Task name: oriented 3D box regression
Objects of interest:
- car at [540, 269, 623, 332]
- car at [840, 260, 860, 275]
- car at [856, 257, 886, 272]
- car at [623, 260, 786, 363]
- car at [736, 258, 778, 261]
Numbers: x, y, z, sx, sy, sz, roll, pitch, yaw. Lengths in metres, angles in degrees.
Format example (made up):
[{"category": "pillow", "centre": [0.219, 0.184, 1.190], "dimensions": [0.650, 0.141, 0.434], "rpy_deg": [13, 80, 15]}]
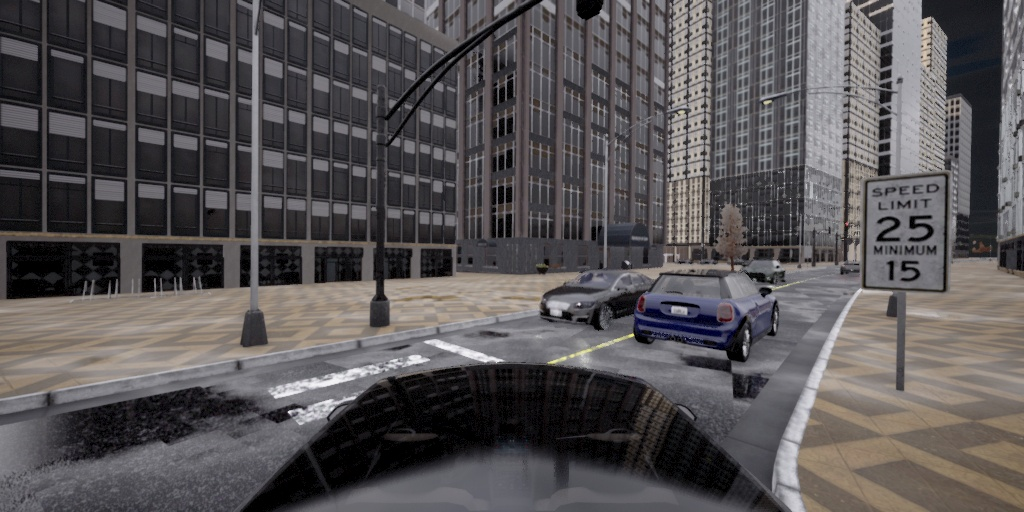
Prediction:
[{"category": "car", "centre": [2.863, 1.184, 10.961], "dimensions": [2.128, 1.511, 4.902], "rpy_deg": [1, 1, 45]}, {"category": "car", "centre": [34.488, 1.154, 36.010], "dimensions": [4.902, 1.511, 2.128], "rpy_deg": [0, 1, -41]}, {"category": "car", "centre": [44.280, 0.988, 44.180], "dimensions": [4.553, 1.767, 2.097], "rpy_deg": [0, 1, -39]}, {"category": "car", "centre": [4.773, 1.086, 8.537], "dimensions": [2.097, 1.767, 4.553], "rpy_deg": [1, 1, 45]}, {"category": "car", "centre": [17.590, 1.010, 25.194], "dimensions": [4.553, 1.767, 2.097], "rpy_deg": [0, 1, -43]}]
